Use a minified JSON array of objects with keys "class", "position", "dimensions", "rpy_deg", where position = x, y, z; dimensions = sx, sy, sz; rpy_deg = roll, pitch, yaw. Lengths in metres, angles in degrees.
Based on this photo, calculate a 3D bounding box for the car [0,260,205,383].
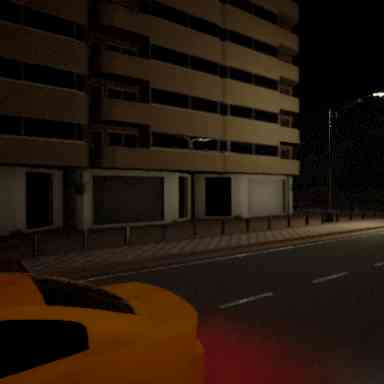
[{"class":"car","position":[-2.221,1.481,2.397],"dimensions":[5.008,1.535,1.882],"rpy_deg":[0,0,-35]}]

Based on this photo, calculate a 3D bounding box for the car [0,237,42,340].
[{"class":"car","position":[-4.907,1.609,4.785],"dimensions":[4.718,1.301,1.895],"rpy_deg":[0,0,-35]}]
